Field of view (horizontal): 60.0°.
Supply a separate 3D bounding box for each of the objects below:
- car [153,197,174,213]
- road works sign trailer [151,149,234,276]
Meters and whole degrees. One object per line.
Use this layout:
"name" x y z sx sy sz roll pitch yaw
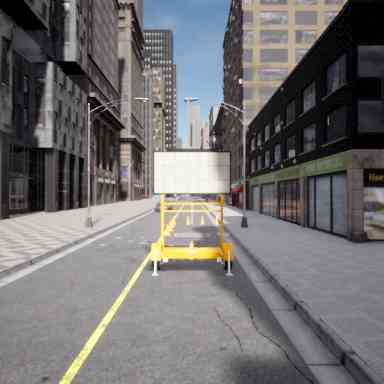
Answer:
"car" -3.096 1.561 37.364 1.812 1.442 4.674 0 0 0
"road works sign trailer" 0.007 0.467 10.360 2.380 3.560 2.880 0 0 0
